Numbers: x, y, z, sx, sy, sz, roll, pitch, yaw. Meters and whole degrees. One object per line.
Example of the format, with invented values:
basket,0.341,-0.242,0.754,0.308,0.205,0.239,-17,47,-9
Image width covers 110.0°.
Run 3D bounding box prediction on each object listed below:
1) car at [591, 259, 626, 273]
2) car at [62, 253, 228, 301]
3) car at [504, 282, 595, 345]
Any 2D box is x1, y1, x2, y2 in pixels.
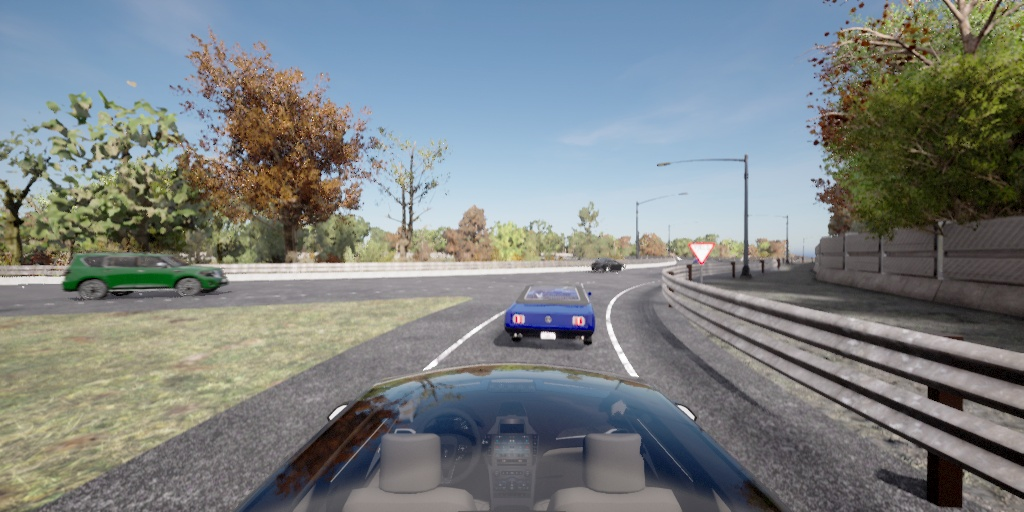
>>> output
car,10.877,1.069,40.422,4.892,1.490,1.837,0,1,-40
car,-17.014,0.879,16.950,5.566,2.045,2.150,0,0,-21
car,1.148,1.320,9.460,1.895,1.301,4.718,0,0,11
